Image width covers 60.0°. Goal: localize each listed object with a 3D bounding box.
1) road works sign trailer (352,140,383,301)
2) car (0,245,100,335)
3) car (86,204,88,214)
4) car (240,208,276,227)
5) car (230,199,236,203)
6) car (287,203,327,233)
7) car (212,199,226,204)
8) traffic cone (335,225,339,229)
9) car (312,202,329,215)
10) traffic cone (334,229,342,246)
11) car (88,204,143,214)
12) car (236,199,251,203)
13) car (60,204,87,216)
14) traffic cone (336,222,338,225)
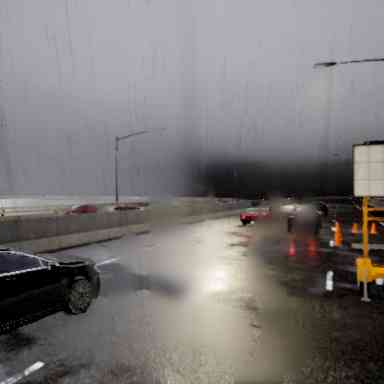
[{"bbox_3d":[5.171,0.534,7.991,2.380,3.560,2.880,0,-1,23],"label":"road works sign trailer"},{"bbox_3d":[-3.486,1.558,5.243,2.128,1.511,4.902,0,-1,23],"label":"car"},{"bbox_3d":[-7.607,1.921,31.592,1.994,1.385,4.181,0,-1,24],"label":"car"},{"bbox_3d":[5.127,1.852,25.272,1.895,1.301,4.718,0,-1,23],"label":"car"},{"bbox_3d":[9.157,2.241,69.137,1.994,1.385,4.181,0,-1,24],"label":"car"},{"bbox_3d":[7.328,1.697,21.550,2.128,1.511,4.902,0,-1,23],"label":"car"},{"bbox_3d":[5.803,2.237,70.215,2.128,1.511,4.902,0,-1,24],"label":"car"},{"bbox_3d":[7.363,2.111,16.832,0.340,0.580,0.340,0,-1,23],"label":"traffic cone"},{"bbox_3d":[14.084,1.851,37.003,1.837,1.490,4.892,0,0,24],"label":"car"},{"bbox_3d":[6.573,2.094,14.995,0.340,0.580,0.340,0,-1,23],"label":"traffic cone"},{"bbox_3d":[-5.807,1.780,26.951,1.882,1.535,5.008,0,-1,23],"label":"car"},{"bbox_3d":[10.461,2.229,63.592,1.895,1.301,4.718,0,-1,25],"label":"car"},{"bbox_3d":[-10.875,1.906,32.889,1.812,1.442,4.674,0,-1,24],"label":"car"},{"bbox_3d":[8.153,2.128,18.669,0.340,0.580,0.340,0,-1,23],"label":"traffic cone"}]
